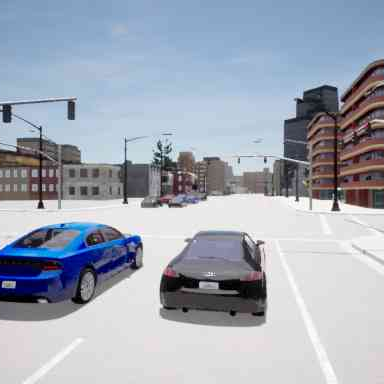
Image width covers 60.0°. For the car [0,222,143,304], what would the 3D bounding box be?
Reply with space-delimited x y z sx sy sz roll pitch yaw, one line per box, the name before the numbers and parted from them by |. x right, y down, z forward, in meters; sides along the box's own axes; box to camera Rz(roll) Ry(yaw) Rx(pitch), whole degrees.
car | -2.748 1.478 8.283 1.882 1.535 5.008 0 0 11

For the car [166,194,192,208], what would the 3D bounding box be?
car | -1.925 1.409 46.886 2.033 1.411 5.357 0 1 11

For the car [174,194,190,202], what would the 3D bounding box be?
car | -1.895 1.125 65.126 2.033 1.411 5.357 0 1 11

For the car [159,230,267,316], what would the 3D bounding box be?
car | 0.689 1.564 7.637 1.994 1.385 4.181 0 0 12

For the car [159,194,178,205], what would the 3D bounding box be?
car | -3.800 1.226 55.474 1.882 1.535 5.008 0 1 11

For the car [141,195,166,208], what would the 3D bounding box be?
car | -5.561 1.230 46.508 2.097 1.767 4.553 0 1 11

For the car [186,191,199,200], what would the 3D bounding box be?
car | 0.048 0.752 74.930 2.097 1.767 4.553 0 1 11

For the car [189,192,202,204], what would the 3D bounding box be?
car | -0.091 1.249 56.291 1.812 1.442 4.674 0 1 11

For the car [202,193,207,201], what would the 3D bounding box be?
car | 1.867 1.052 66.114 1.837 1.490 4.892 0 1 12
